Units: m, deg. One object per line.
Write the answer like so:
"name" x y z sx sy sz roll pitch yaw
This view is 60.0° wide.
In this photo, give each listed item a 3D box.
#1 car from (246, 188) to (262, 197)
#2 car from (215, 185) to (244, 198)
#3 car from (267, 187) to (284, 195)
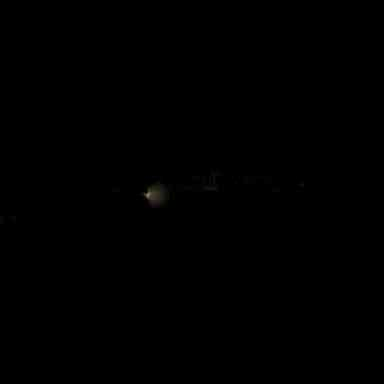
"car" 9.043 0.155 51.702 2.033 1.411 5.357 0 1 36
"car" 5.734 -0.113 51.980 2.150 2.045 5.566 0 1 36
"car" 15.237 -0.134 60.533 1.812 1.442 4.674 0 1 35
